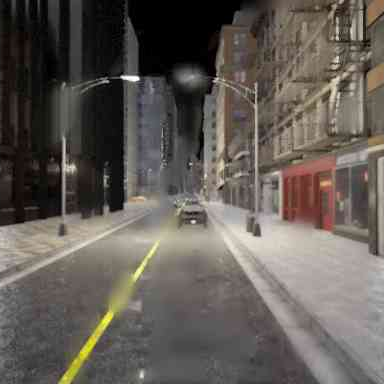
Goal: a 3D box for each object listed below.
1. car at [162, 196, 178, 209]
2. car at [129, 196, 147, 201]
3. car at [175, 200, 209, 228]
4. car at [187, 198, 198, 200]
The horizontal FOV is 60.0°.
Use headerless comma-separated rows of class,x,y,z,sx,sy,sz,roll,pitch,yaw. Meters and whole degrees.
car,-3.111,1.392,47.172,2.097,1.767,4.553,0,0,0
car,-14.455,1.733,89.061,4.829,1.417,1.752,-1,0,0
car,0.084,1.528,22.193,1.837,1.490,4.892,0,0,0
car,0.072,1.528,40.507,2.128,1.511,4.902,0,0,0
